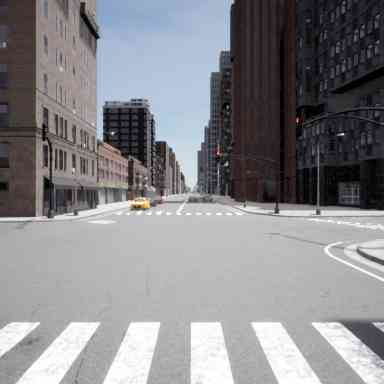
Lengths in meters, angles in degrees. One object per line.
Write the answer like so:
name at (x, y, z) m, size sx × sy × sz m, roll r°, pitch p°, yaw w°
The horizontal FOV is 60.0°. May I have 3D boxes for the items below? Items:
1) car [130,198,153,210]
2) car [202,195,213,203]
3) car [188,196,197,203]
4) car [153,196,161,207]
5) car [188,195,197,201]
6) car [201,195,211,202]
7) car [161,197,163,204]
car at (-6.530, 1.486, 42.173) m, size 1.882 × 1.535 × 5.008 m, roll 0°, pitch 0°, yaw 0°
car at (3.364, 1.533, 70.943) m, size 2.128 × 1.511 × 4.902 m, roll 0°, pitch 0°, yaw 0°
car at (0.139, 1.527, 71.795) m, size 2.128 × 1.511 × 4.902 m, roll 0°, pitch 0°, yaw 0°
car at (-6.501, 1.574, 51.423) m, size 1.994 × 1.385 × 4.181 m, roll 0°, pitch 0°, yaw 1°
car at (0.132, 1.558, 82.109) m, size 1.994 × 1.385 × 4.181 m, roll 0°, pitch 0°, yaw 0°
car at (3.380, 1.500, 81.363) m, size 2.128 × 1.511 × 4.902 m, roll 0°, pitch 0°, yaw 0°
car at (-6.464, 1.488, 61.844) m, size 1.882 × 1.535 × 5.008 m, roll 0°, pitch 0°, yaw 0°
